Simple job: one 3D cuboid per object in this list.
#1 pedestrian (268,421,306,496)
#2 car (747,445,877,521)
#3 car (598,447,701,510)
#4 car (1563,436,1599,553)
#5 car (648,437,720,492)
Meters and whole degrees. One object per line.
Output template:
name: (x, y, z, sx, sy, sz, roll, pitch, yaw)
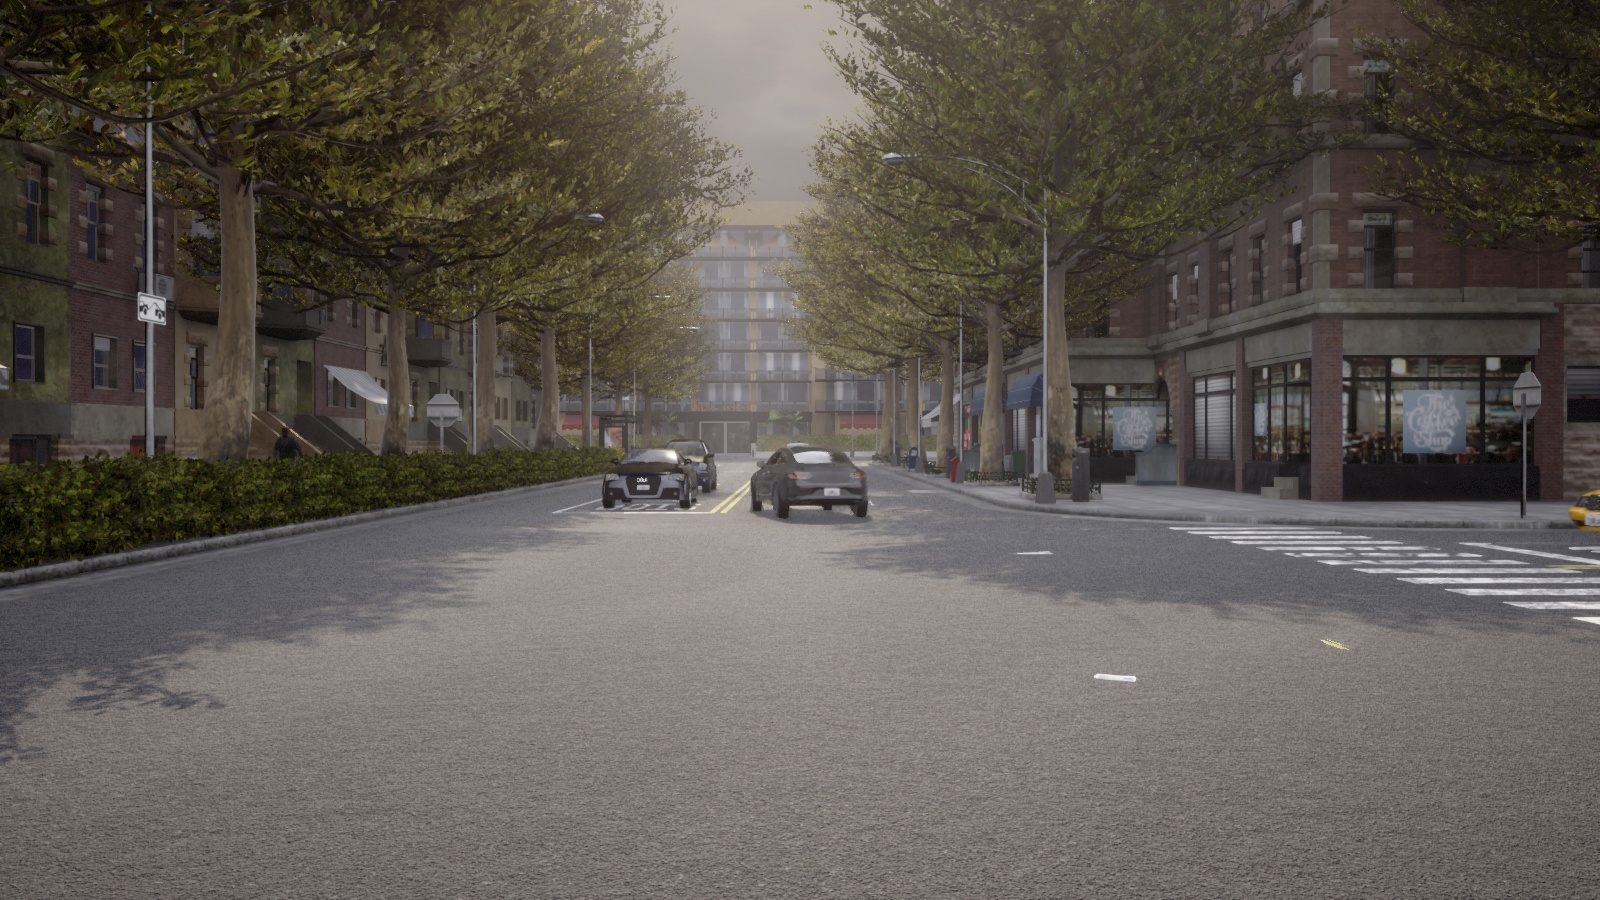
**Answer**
pedestrian: (-13.099, 0.212, 32.058, 0.563, 1.883, 0.849, 0, 0, 5)
car: (0.139, 0.623, 26.439, 1.812, 1.442, 4.674, 0, 0, -11)
car: (-3.518, 0.638, 30.072, 1.994, 1.385, 4.181, 0, 0, 0)
car: (13.446, 0.602, 16.829, 5.366, 1.575, 1.801, 0, 0, -1)
car: (-3.528, 0.422, 38.868, 1.851, 1.617, 3.988, 0, 0, 0)
